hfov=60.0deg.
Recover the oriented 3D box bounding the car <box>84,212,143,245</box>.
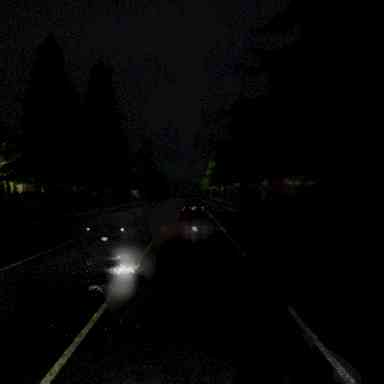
[{"bbox_3d":[-3.584,1.633,15.911,1.895,1.301,4.718,0,0,0],"label":"car"}]

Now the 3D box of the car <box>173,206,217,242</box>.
[{"bbox_3d":[0.107,1.597,16.486,1.994,1.385,4.181,0,0,-1],"label":"car"}]

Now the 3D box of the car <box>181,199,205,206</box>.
[{"bbox_3d":[0.101,1.412,29.840,2.097,1.767,4.553,0,0,0],"label":"car"}]
